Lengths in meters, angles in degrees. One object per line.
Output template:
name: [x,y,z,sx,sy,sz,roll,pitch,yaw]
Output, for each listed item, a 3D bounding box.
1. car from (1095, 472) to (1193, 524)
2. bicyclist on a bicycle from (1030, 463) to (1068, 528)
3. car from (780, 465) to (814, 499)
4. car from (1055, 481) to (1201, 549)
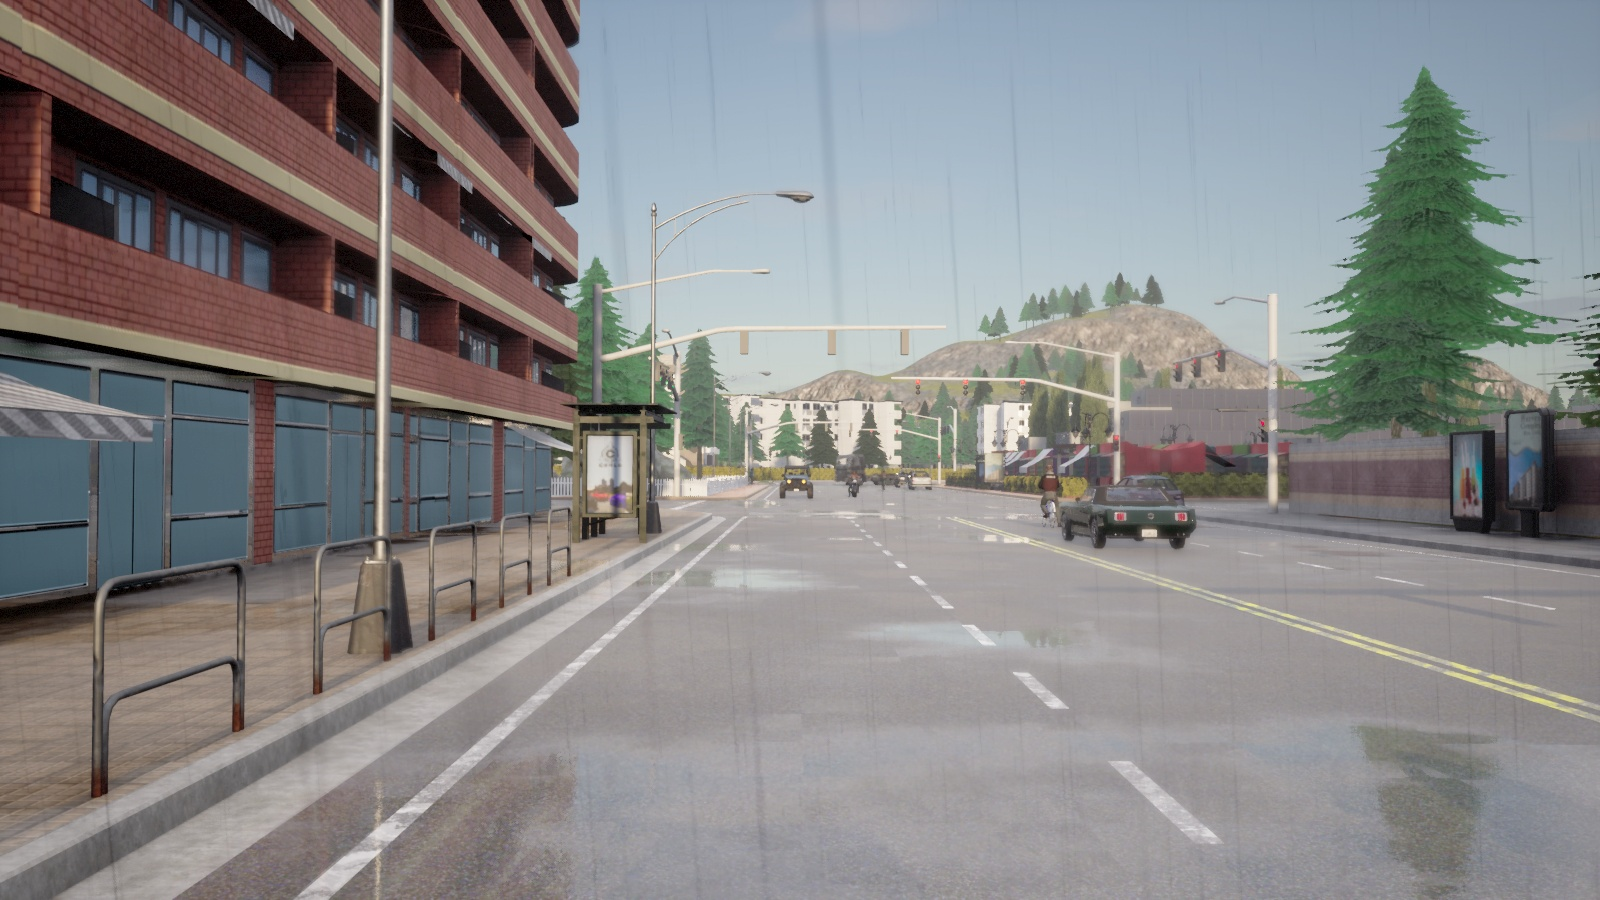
car: [10.400,1.428,38.265,1.816,1.474,4.193,0,-1,0]
bicyclist on a bicycle: [6.908,1.242,34.922,0.659,1.776,1.843,0,-1,0]
car: [-0.188,1.817,72.000,1.905,1.878,3.866,0,-1,0]
car: [6.929,1.340,27.048,1.895,1.301,4.718,0,-1,0]
